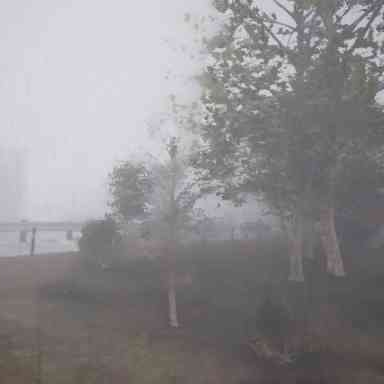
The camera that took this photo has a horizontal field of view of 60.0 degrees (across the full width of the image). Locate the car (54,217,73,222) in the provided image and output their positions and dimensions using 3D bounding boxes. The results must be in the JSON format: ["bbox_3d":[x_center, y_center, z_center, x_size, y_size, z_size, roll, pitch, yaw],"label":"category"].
[{"bbox_3d":[-17.609,4.255,40.881,4.792,1.488,2.163,0,0,17],"label":"car"}]

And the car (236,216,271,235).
[{"bbox_3d":[6.471,3.432,33.354,1.837,1.490,4.892,2,-3,32],"label":"car"}]

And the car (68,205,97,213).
[{"bbox_3d":[-20.277,3.694,63.338,2.435,2.045,5.566,1,1,18],"label":"car"}]

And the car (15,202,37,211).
[{"bbox_3d":[-39.035,3.393,78.398,2.185,1.767,4.553,1,1,19],"label":"car"}]

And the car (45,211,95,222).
[{"bbox_3d":[-15.876,3.975,43.228,5.566,2.045,2.435,0,0,17],"label":"car"}]

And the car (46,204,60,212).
[{"bbox_3d":[-27.335,3.825,68.984,2.002,1.452,4.674,0,1,19],"label":"car"}]

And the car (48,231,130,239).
[{"bbox_3d":[-7.873,4.280,25.724,5.566,2.045,2.435,2,1,17],"label":"car"}]

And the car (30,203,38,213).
[{"bbox_3d":[-32.015,3.678,72.740,2.097,1.535,5.008,1,1,19],"label":"car"}]

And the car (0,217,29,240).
[{"bbox_3d":[-21.182,3.974,36.153,5.566,2.045,2.435,0,0,17],"label":"car"}]

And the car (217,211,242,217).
[{"bbox_3d":[5.965,4.098,53.433,2.150,2.045,5.566,0,-1,-29],"label":"car"}]

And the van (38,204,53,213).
[{"bbox_3d":[-29.708,3.508,70.744,1.878,1.987,4.442,1,1,19],"label":"van"}]

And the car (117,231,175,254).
[{"bbox_3d":[-4.174,4.562,30.554,4.792,1.488,2.163,2,1,17],"label":"car"}]

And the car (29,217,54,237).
[{"bbox_3d":[-19.394,3.974,38.511,5.566,2.045,2.435,0,0,17],"label":"car"}]

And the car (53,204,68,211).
[{"bbox_3d":[-24.923,3.832,67.290,1.946,1.575,5.366,0,1,19],"label":"car"}]

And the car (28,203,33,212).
[{"bbox_3d":[-34.383,3.499,74.584,2.185,1.767,4.553,0,1,19],"label":"car"}]

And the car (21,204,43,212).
[{"bbox_3d":[-36.711,3.612,76.493,2.002,1.452,4.674,0,1,19],"label":"car"}]
